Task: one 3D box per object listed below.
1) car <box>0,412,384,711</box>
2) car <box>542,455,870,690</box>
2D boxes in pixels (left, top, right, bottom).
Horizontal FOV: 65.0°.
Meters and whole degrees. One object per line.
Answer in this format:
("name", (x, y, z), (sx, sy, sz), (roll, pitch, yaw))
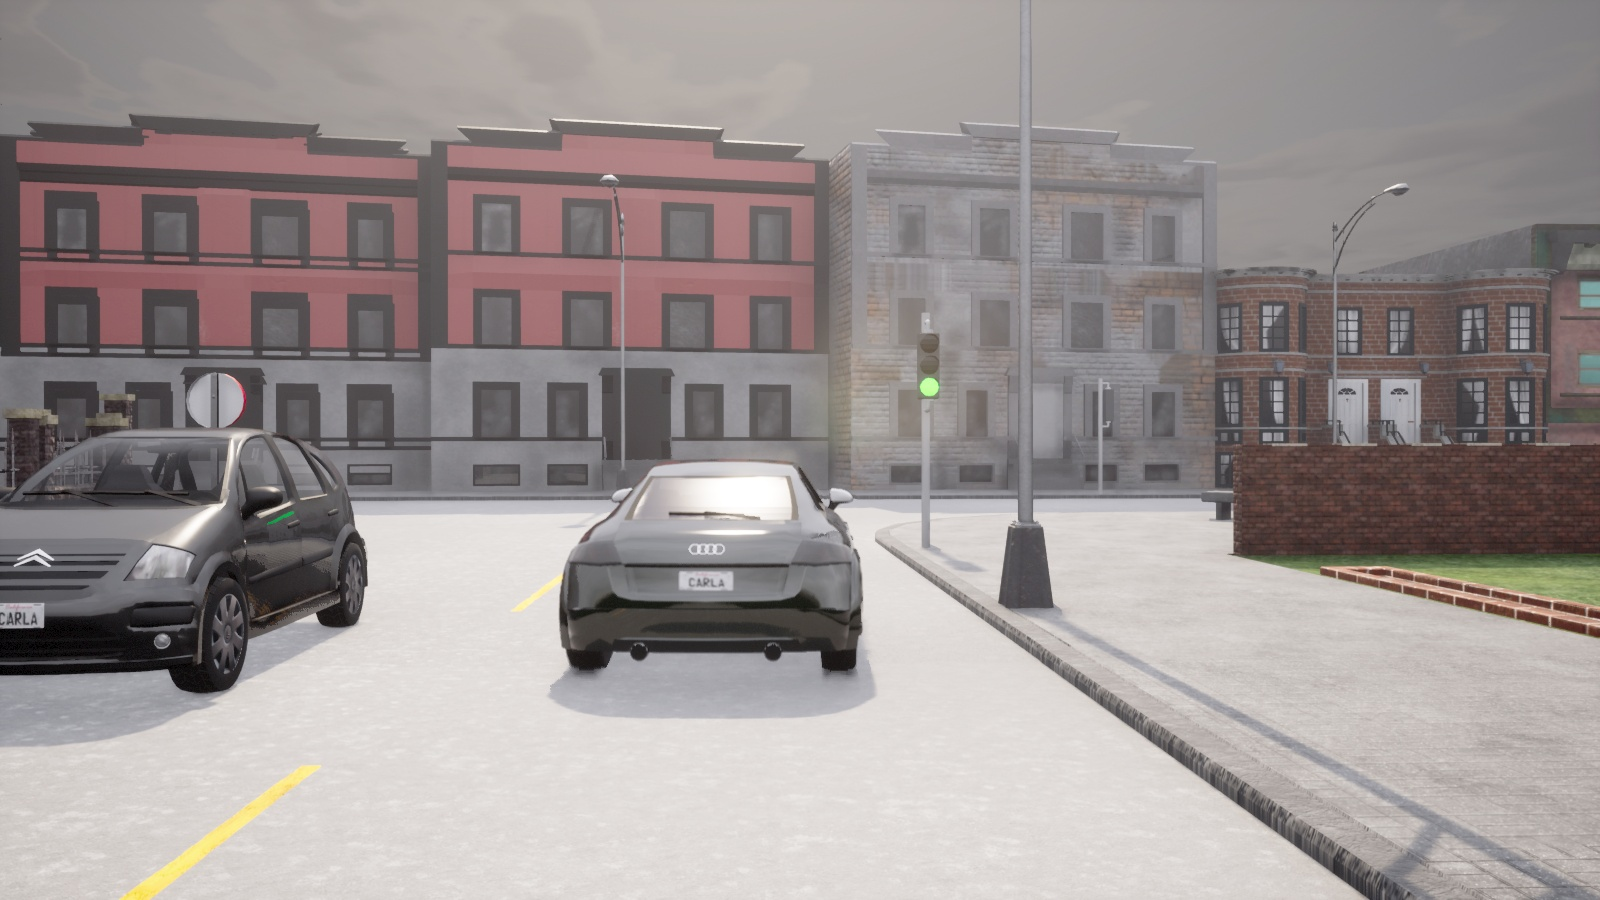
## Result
("car", (-4.377, 0.592, 8.792), (1.851, 1.617, 3.988), (0, 0, -4))
("car", (-0.548, 0.755, 9.732), (1.994, 1.385, 4.181), (0, 0, 1))
